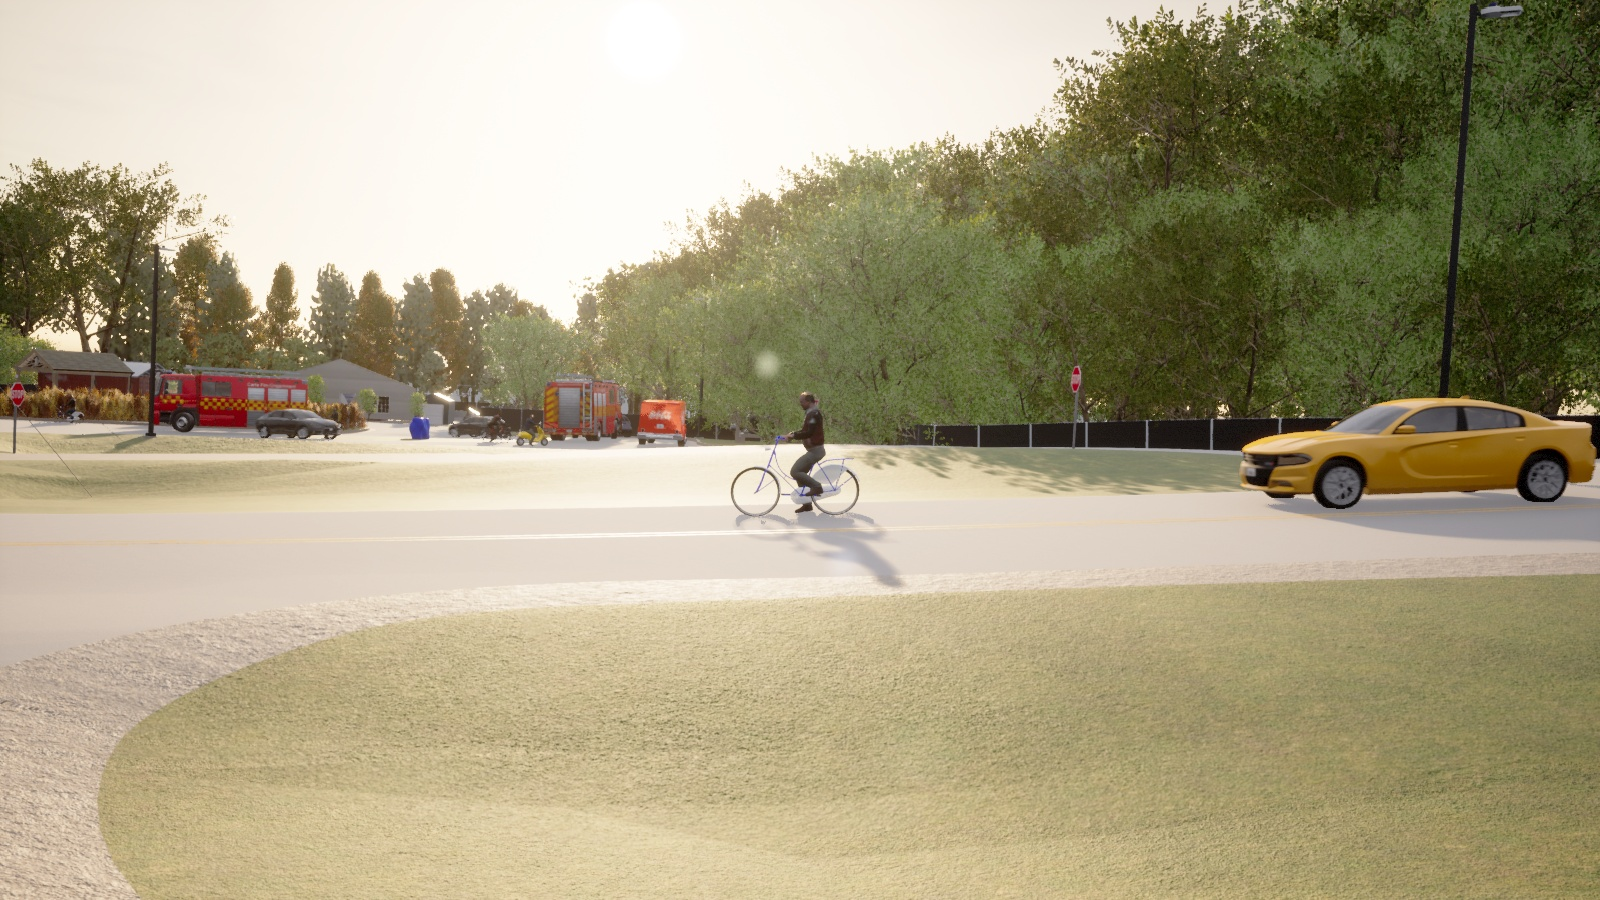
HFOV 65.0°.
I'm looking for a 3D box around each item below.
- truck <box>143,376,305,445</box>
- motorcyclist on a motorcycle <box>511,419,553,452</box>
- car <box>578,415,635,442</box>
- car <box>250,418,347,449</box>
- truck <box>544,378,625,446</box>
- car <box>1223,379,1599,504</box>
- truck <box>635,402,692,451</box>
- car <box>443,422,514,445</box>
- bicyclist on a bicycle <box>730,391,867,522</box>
[{"bbox_3d":[-34.209,-2.319,74.738,8.468,3.827,2.891,0,2,-31],"label":"truck"},{"bbox_3d":[-13.425,-0.745,62.894,1.817,1.590,0.866,-1,4,-38],"label":"motorcyclist on a motorcycle"},{"bbox_3d":[-12.693,-1.383,82.308,1.851,1.617,3.988,-1,-1,-40],"label":"car"},{"bbox_3d":[-25.514,-0.843,63.838,4.892,1.490,1.837,0,1,29],"label":"car"},{"bbox_3d":[-12.631,-2.291,74.399,2.891,3.827,8.468,0,2,3],"label":"truck"},{"bbox_3d":[9.107,-0.182,18.619,5.008,1.535,1.882,-3,3,-6],"label":"car"},{"bbox_3d":[-7.485,-1.369,69.403,2.627,2.467,5.204,2,3,-1],"label":"truck"},{"bbox_3d":[-21.817,-1.136,85.237,4.892,1.490,1.837,1,1,34],"label":"car"},{"bbox_3d":[-0.028,0.070,17.746,1.843,1.776,0.659,-2,3,-6],"label":"bicyclist on a bicycle"}]
